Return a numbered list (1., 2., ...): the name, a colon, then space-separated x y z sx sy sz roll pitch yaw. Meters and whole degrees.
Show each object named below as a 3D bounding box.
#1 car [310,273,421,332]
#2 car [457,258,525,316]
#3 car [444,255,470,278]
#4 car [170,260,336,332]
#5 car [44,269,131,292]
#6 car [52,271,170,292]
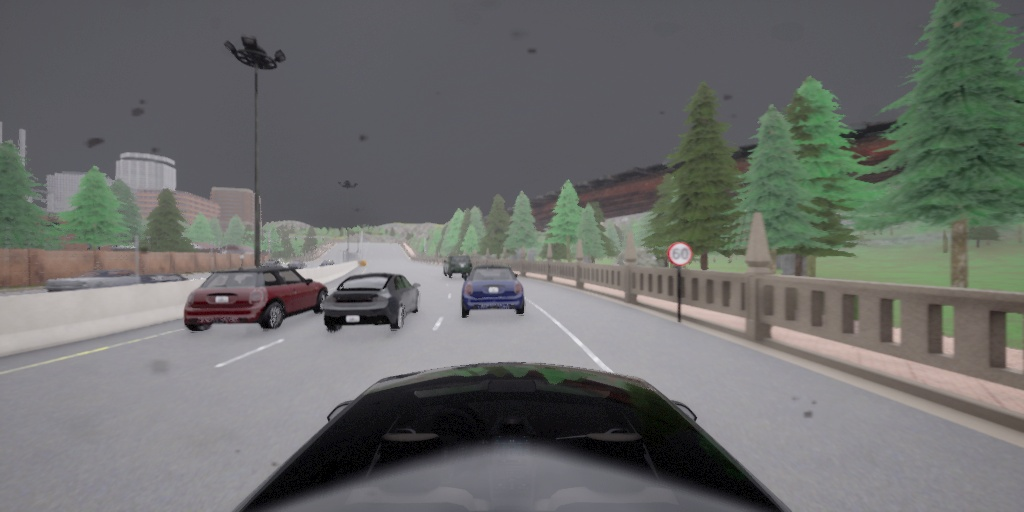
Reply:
1. car: -4.051 1.263 11.031 1.837 1.490 4.892 0 0 -5
2. car: -0.810 1.091 13.501 2.097 1.767 4.553 0 0 -6
3. car: -5.102 0.955 33.712 2.150 2.045 5.566 0 0 -17
4. car: -7.603 1.127 11.271 2.097 1.767 4.553 0 0 -5
5. car: -23.423 1.441 20.586 1.895 1.301 4.718 0 0 -13
6. car: -15.237 1.408 14.866 1.895 1.301 4.718 0 0 -9
